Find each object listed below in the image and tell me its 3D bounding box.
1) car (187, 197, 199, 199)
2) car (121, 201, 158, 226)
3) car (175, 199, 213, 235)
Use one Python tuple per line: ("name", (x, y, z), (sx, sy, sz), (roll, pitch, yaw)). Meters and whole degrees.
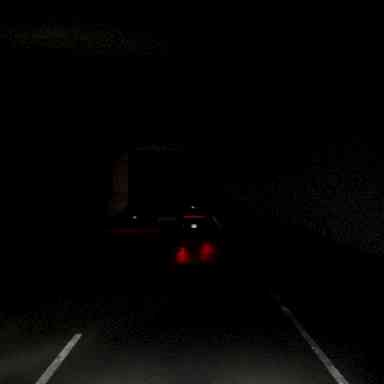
("car", (0.113, 1.288, 36.149), (1.837, 1.490, 4.892), (0, 0, 0))
("car", (-3.393, 1.344, 22.220), (1.882, 1.535, 5.008), (0, 0, 0))
("car", (0.106, 1.383, 18.067), (2.128, 1.511, 4.902), (0, 0, 0))
